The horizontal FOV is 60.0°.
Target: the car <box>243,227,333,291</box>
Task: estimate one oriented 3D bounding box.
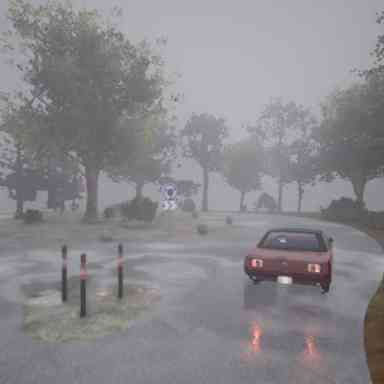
[{"bbox_3d":[2.919,1.639,9.293,1.895,1.301,4.718,0,0,24],"label":"car"}]

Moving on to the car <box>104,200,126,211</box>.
[{"bbox_3d":[-7.634,1.669,39.373,5.357,1.411,2.033,0,0,-5],"label":"car"}]
